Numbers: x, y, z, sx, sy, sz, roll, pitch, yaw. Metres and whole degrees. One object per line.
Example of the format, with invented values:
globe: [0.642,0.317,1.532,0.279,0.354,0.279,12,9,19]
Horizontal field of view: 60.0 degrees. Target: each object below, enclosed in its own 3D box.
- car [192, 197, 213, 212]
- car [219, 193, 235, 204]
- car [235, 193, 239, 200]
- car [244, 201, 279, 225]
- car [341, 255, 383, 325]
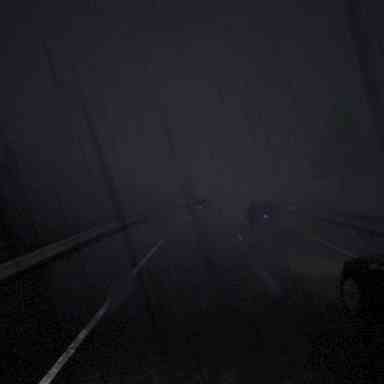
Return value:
car: [1.175,1.269,35.721,1.837,1.490,4.892,0,0,7]
car: [5.530,1.167,54.833,1.812,1.442,4.674,0,0,11]
car: [8.687,0.927,68.944,1.837,1.490,4.892,0,0,13]
car: [4.672,1.331,22.670,1.882,1.535,5.008,0,0,5]
car: [3.706,1.464,4.406,2.128,1.511,4.902,0,0,1]
